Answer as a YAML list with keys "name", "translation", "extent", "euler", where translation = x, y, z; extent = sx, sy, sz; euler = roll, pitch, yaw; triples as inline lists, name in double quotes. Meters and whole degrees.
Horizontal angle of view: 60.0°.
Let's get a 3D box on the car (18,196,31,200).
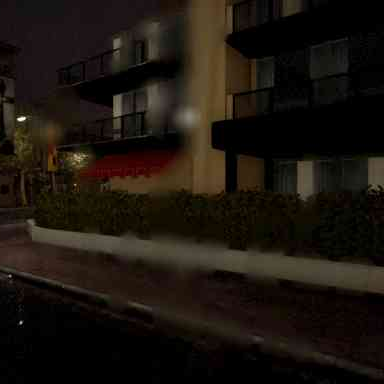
- name: "car"
  translation: [-35.660, 1.502, 67.681]
  extent: [4.892, 1.521, 2.231]
  euler: [0, 0, 36]
